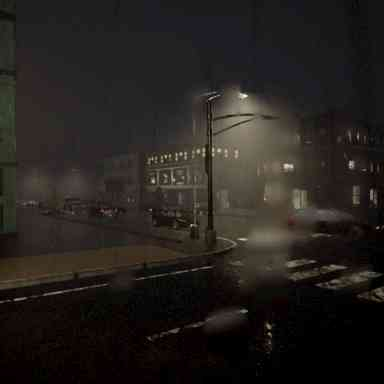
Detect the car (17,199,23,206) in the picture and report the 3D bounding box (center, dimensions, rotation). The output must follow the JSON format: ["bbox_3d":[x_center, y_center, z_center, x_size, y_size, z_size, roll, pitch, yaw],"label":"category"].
[{"bbox_3d":[-38.183,2.380,75.116,1.967,1.590,4.097,-1,0,-36],"label":"car"}]

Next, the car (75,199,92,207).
[{"bbox_3d":[-21.708,2.228,66.482,1.887,1.381,4.507,-1,0,-36],"label":"car"}]

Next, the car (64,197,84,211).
[{"bbox_3d":[-18.625,1.817,52.392,2.150,2.045,5.566,-1,0,-36],"label":"car"}]

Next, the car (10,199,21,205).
[{"bbox_3d":[-44.618,2.598,84.122,1.887,1.381,4.507,-1,0,-36],"label":"car"}]

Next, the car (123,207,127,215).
[{"bbox_3d":[-9.335,2.024,39.239,1.895,1.301,4.718,-1,0,-36],"label":"car"}]

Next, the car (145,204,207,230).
[{"bbox_3d":[-1.242,1.815,23.229,1.947,1.339,4.313,-2,0,-36],"label":"car"}]

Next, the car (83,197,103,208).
[{"bbox_3d":[-18.495,1.940,61.979,2.192,1.841,5.009,-1,0,-36],"label":"car"}]

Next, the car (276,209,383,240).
[{"bbox_3d":[7.077,1.594,17.263,2.033,1.411,5.357,0,-2,-44],"label":"car"}]

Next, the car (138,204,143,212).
[{"bbox_3d":[-5.613,1.966,43.967,1.802,1.307,4.206,-2,0,-36],"label":"car"}]

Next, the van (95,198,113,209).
[{"bbox_3d":[-15.275,1.907,57.476,1.690,1.788,3.998,-1,0,-36],"label":"van"}]

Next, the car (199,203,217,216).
[{"bbox_3d":[0.823,1.810,34.961,2.008,1.369,4.403,-2,0,-36],"label":"car"}]

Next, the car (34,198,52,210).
[{"bbox_3d":[-25.207,2.233,56.966,1.752,1.417,4.829,-1,0,-36],"label":"car"}]

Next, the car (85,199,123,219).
[{"bbox_3d":[-9.215,1.847,34.589,1.967,1.590,4.097,-1,0,-36],"label":"car"}]

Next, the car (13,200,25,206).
[{"bbox_3d":[-41.400,2.548,79.620,2.008,1.369,4.403,-1,0,-36],"label":"car"}]

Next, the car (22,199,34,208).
[{"bbox_3d":[-31.744,2.376,66.111,2.008,1.369,4.403,-1,0,-36],"label":"car"}]

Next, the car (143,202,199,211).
[{"bbox_3d":[-1.942,1.771,28.886,2.128,1.511,4.902,-1,0,-36],"label":"car"}]

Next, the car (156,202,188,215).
[{"bbox_3d":[-2.395,1.904,39.464,1.802,1.307,4.206,-2,0,-36],"label":"car"}]

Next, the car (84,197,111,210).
[{"bbox_3d":[-14.919,2.024,52.541,1.882,1.535,5.008,-1,0,-36],"label":"car"}]
